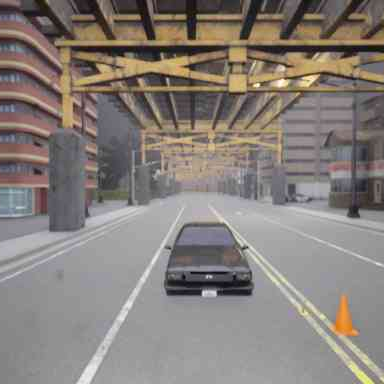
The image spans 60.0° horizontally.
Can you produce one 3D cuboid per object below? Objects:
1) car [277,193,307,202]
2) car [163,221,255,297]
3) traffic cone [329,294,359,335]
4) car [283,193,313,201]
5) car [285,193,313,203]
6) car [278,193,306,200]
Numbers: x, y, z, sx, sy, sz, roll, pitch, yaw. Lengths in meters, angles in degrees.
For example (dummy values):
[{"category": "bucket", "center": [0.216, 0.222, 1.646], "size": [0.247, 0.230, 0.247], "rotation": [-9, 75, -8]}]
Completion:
[{"category": "car", "center": [17.812, 0.978, 59.261], "size": [4.974, 1.542, 2.038], "rotation": [0, 1, 25]}, {"category": "car", "center": [0.362, 1.536, 8.990], "size": [2.033, 1.411, 5.357], "rotation": [0, 0, 1]}, {"category": "traffic cone", "center": [2.455, 1.951, 5.382], "size": [0.340, 0.580, 0.340], "rotation": [0, 0, 0]}, {"category": "car", "center": [17.513, 0.866, 55.120], "size": [4.536, 1.218, 1.853], "rotation": [0, 1, -20]}, {"category": "car", "center": [17.464, 1.024, 55.104], "size": [4.974, 1.542, 2.038], "rotation": [0, 1, -20]}, {"category": "car", "center": [17.859, 0.821, 59.237], "size": [4.536, 1.218, 1.853], "rotation": [0, 1, 25]}]
